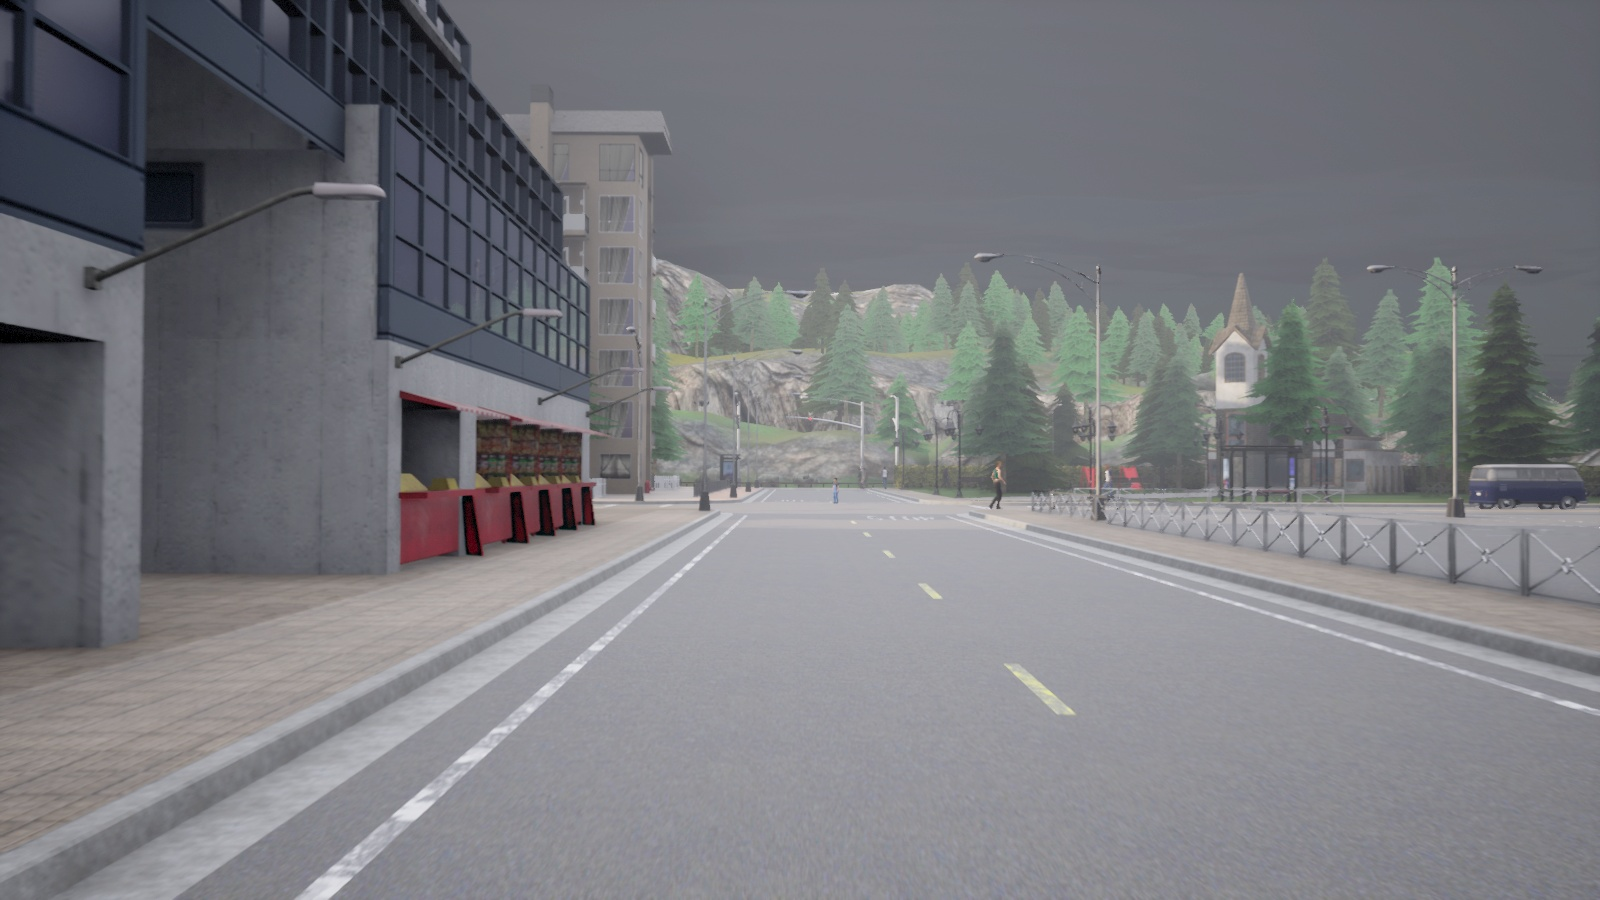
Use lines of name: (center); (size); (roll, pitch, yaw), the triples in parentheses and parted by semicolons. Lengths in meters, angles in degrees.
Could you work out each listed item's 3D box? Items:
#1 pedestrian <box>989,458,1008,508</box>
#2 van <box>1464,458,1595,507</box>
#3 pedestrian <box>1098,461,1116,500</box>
pedestrian: (7.390, 1.237, 46.829); (0.594, 1.836, 0.345); (0, -1, -12)
van: (30.475, 1.340, 52.537); (4.442, 1.987, 1.775); (0, -1, -1)
pedestrian: (14.478, 1.419, 59.248); (0.706, 1.836, 0.354); (0, -1, -9)
